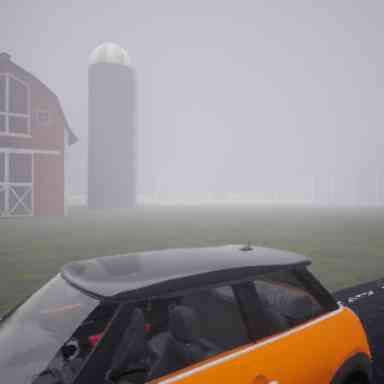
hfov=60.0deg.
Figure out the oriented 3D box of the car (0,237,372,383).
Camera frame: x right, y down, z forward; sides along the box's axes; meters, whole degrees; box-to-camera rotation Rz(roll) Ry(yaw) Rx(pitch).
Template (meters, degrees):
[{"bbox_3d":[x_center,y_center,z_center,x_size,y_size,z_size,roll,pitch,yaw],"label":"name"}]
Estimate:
[{"bbox_3d":[-0.552,1.356,2.679,4.553,1.767,2.097,0,0,-36],"label":"car"}]
